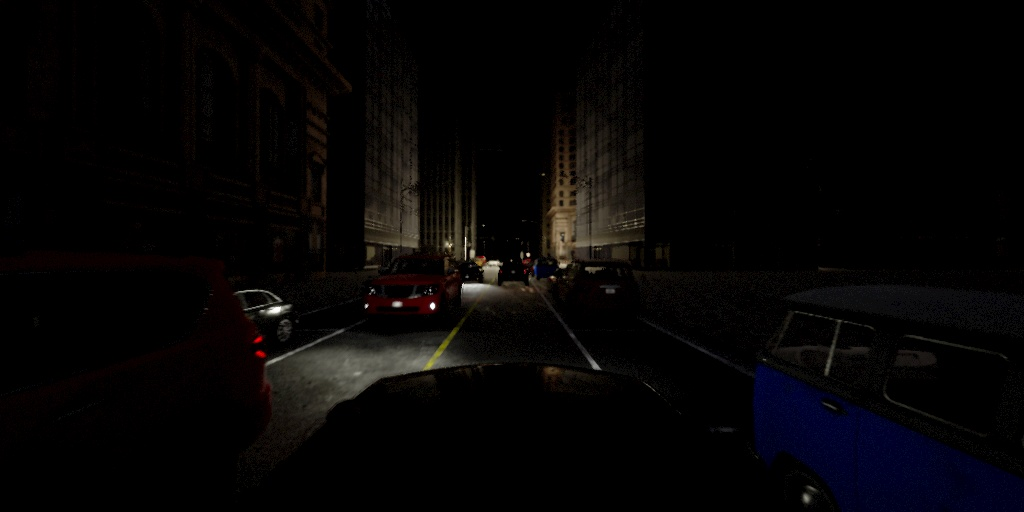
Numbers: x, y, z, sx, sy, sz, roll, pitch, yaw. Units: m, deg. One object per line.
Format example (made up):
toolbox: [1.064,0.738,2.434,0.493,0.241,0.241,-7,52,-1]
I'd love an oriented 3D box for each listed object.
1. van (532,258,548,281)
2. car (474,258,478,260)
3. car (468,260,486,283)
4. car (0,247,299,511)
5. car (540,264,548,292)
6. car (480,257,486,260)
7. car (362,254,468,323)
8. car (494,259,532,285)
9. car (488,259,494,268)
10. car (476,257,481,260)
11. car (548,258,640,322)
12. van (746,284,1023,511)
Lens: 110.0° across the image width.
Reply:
van: [2.670,1.030,28.543,1.690,1.789,3.998,0,0,0]
car: [-5.855,1.235,44.925,2.007,1.370,4.403,0,0,0]
car: [-3.098,1.256,26.881,1.994,1.385,4.181,0,0,0]
car: [-3.091,0.976,0.707,2.150,2.045,5.566,0,0,0]
car: [2.670,1.258,17.623,2.007,1.370,4.403,0,0,0]
car: [-5.854,1.233,61.131,1.751,1.417,4.829,0,0,0]
car: [-3.062,0.945,12.389,2.150,2.045,5.566,0,0,0]
car: [0.091,1.046,25.337,2.097,1.767,4.553,0,0,0]
car: [-3.035,1.234,61.418,1.812,1.442,4.674,0,0,1]
car: [-5.855,1.255,50.384,1.948,1.339,4.313,0,0,0]
car: [2.670,1.036,12.163,2.192,1.841,5.009,0,0,0]
van: [2.669,1.092,1.243,1.690,1.789,3.998,0,0,0]
